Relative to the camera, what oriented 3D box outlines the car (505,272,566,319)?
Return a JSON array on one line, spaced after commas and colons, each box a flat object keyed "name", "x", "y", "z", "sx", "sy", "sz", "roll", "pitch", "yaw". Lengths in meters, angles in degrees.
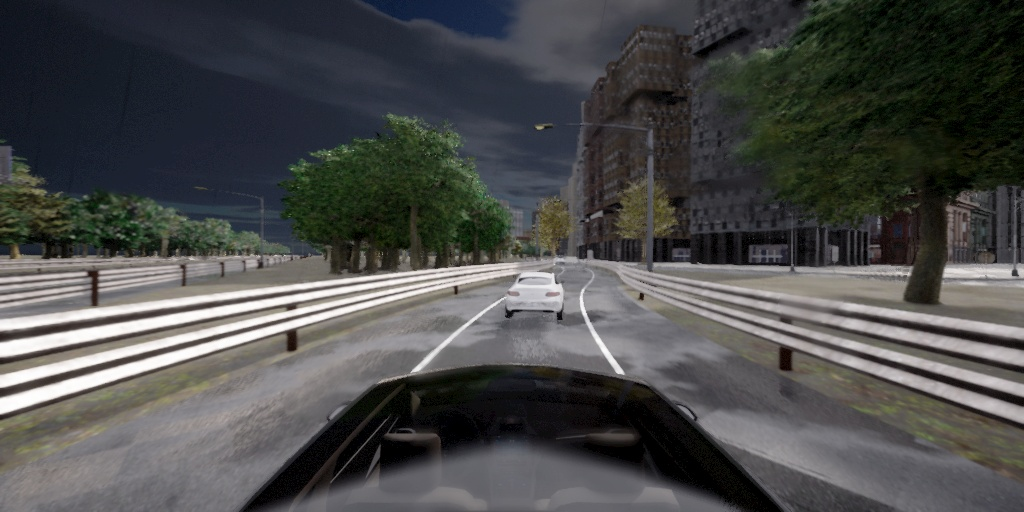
[{"name": "car", "x": 0.905, "y": 1.275, "z": 12.756, "sx": 1.812, "sy": 1.442, "sz": 4.674, "roll": 0, "pitch": 0, "yaw": 8}]
